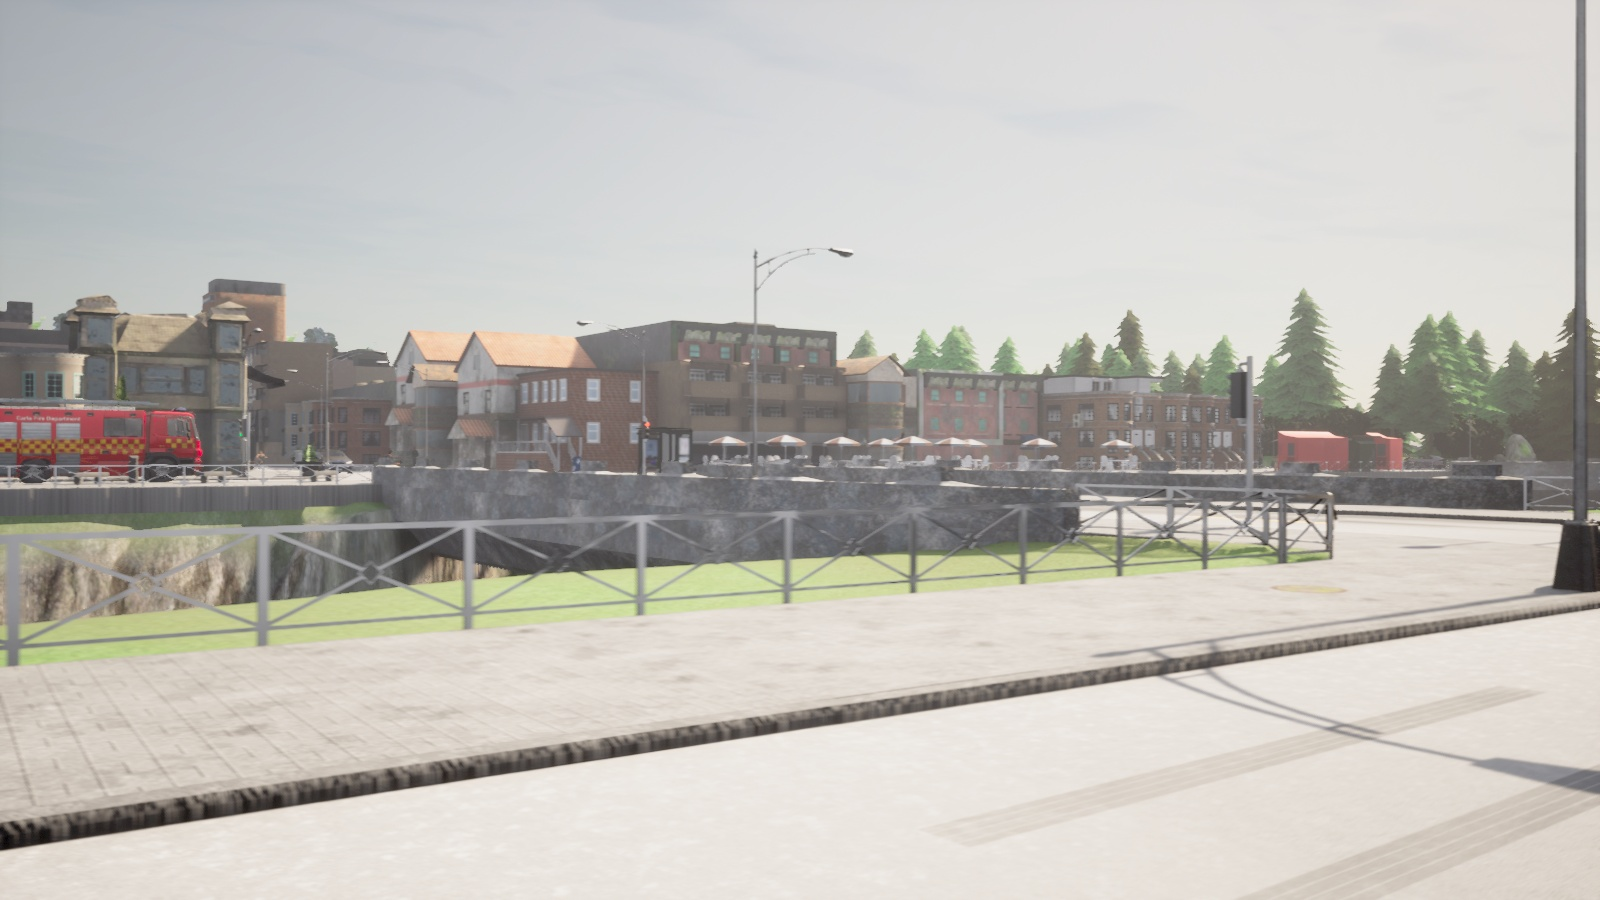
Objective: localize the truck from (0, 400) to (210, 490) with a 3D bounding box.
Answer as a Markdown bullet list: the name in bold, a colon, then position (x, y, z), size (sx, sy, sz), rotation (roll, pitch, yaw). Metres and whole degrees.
- **truck**: position (-31.824, -0.212, 57.324), size (8.468, 3.827, 2.891), rotation (0, 0, -35)

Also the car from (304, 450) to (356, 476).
- **car**: position (-32.095, 0.867, 85.670), size (2.242, 1.667, 4.611), rotation (0, 0, -35)
